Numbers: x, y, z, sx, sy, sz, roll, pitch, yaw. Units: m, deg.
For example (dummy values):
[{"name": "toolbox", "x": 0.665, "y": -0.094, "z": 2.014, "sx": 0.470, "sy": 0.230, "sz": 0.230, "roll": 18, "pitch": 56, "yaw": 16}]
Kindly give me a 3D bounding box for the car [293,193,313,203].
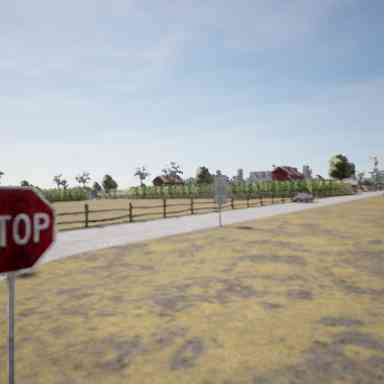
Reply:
[{"name": "car", "x": 16.186, "y": 0.869, "z": 48.367, "sx": 1.994, "sy": 1.385, "sz": 4.181, "roll": -1, "pitch": 1, "yaw": 36}]
